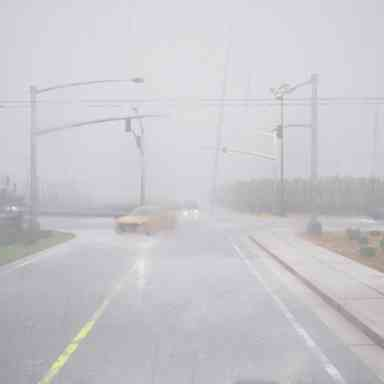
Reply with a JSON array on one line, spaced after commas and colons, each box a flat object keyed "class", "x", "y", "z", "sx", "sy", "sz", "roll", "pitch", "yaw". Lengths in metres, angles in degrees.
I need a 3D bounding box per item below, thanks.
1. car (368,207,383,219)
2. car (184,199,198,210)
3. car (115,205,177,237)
[{"class": "car", "x": 16.588, "y": 1.595, "z": 26.812, "sx": 4.181, "sy": 1.385, "sz": 1.994, "roll": 0, "pitch": 0, "yaw": -2}, {"class": "car", "x": -0.236, "y": 1.609, "z": 44.117, "sx": 1.895, "sy": 1.301, "sz": 4.718, "roll": 0, "pitch": 0, "yaw": -3}, {"class": "car", "x": -2.382, "y": 1.534, "z": 18.467, "sx": 1.882, "sy": 1.535, "sz": 5.008, "roll": 0, "pitch": -1, "yaw": 18}]
